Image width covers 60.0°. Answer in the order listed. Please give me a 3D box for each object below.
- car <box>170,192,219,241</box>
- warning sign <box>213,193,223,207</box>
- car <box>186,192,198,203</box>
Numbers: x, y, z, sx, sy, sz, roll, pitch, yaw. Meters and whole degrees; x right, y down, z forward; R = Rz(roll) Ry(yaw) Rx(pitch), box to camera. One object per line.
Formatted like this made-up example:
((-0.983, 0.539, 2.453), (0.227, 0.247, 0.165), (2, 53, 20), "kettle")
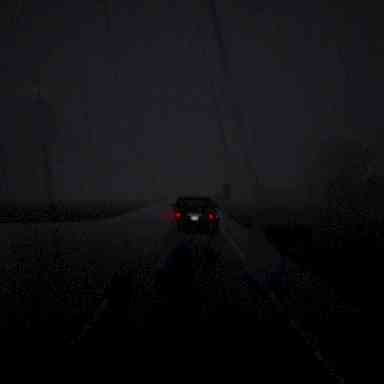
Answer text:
((0.115, 1.178, 16.618), (2.150, 2.045, 5.566), (1, 0, 0), "car")
((3.562, 1.033, 45.123), (1.300, 1.860, 1.060), (1, 1, 0), "warning sign")
((0.004, 1.100, 65.003), (2.150, 2.045, 5.566), (0, 0, 0), "car")
